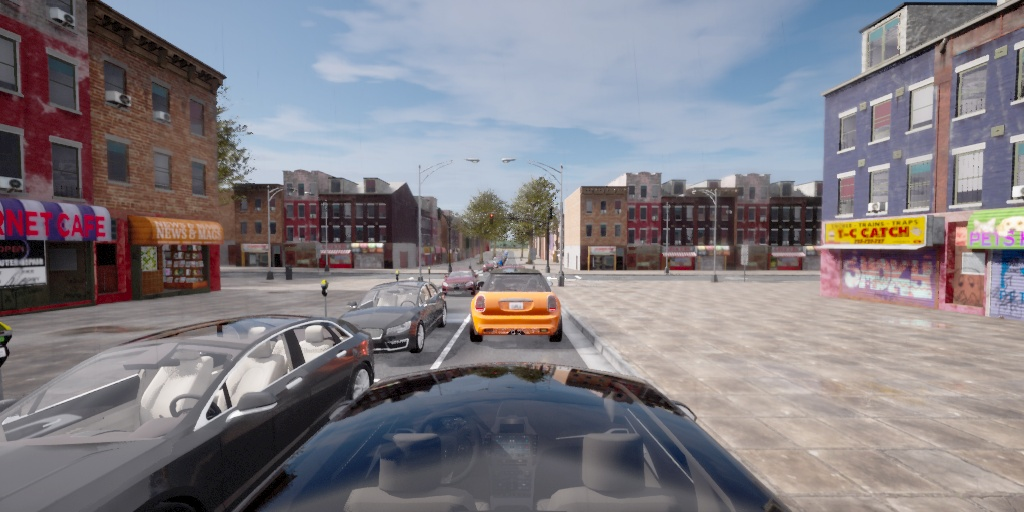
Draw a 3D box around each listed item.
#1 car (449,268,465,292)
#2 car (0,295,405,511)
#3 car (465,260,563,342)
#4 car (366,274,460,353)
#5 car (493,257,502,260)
[{"bbox_3d":[-2.673,1.337,19.490,1.802,1.307,4.207,0,0,0],"label":"car"},{"bbox_3d":[-2.643,1.300,3.147,2.007,1.370,4.403,0,0,0],"label":"car"},{"bbox_3d":[0.085,1.101,9.905,2.097,1.767,4.553,0,0,0],"label":"car"},{"bbox_3d":[-2.653,1.299,8.596,2.007,1.370,4.403,0,0,0],"label":"car"},{"bbox_3d":[-2.722,1.246,46.265,1.967,1.591,4.097,0,0,0],"label":"car"}]
